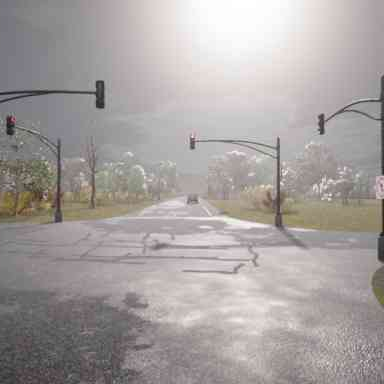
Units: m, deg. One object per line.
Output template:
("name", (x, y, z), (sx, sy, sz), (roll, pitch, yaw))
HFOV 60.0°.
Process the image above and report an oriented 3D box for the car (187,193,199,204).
("car", (0.156, 1.293, 67.595), (2.150, 2.045, 5.566), (0, 0, 0))
